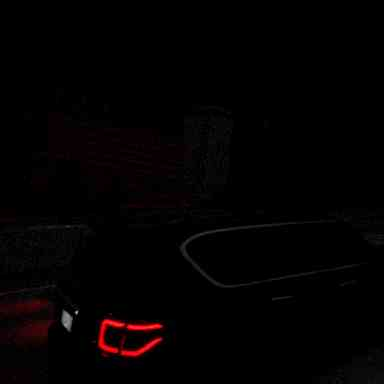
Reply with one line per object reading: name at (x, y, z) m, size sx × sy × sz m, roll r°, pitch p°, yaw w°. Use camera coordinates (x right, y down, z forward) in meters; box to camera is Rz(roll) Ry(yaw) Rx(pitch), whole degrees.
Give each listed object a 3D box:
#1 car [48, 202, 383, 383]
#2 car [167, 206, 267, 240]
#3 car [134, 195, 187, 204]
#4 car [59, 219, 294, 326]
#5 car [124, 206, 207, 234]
car at (1.070, 1.222, 4.510) m, size 5.566 × 2.045 × 2.150 m, roll 0°, pitch 0°, yaw -36°
car at (1.456, 1.549, 17.931) m, size 5.357 × 1.411 × 2.033 m, roll 0°, pitch 0°, yaw -36°
car at (-2.711, 1.224, 23.557) m, size 5.566 × 2.045 × 2.150 m, roll 0°, pitch 0°, yaw -36°
car at (-0.116, 1.548, 7.964) m, size 5.357 × 1.411 × 2.033 m, roll 0°, pitch 0°, yaw -36°
car at (-1.537, 1.602, 20.095) m, size 4.718 × 1.301 × 1.895 m, roll 0°, pitch 0°, yaw -36°
